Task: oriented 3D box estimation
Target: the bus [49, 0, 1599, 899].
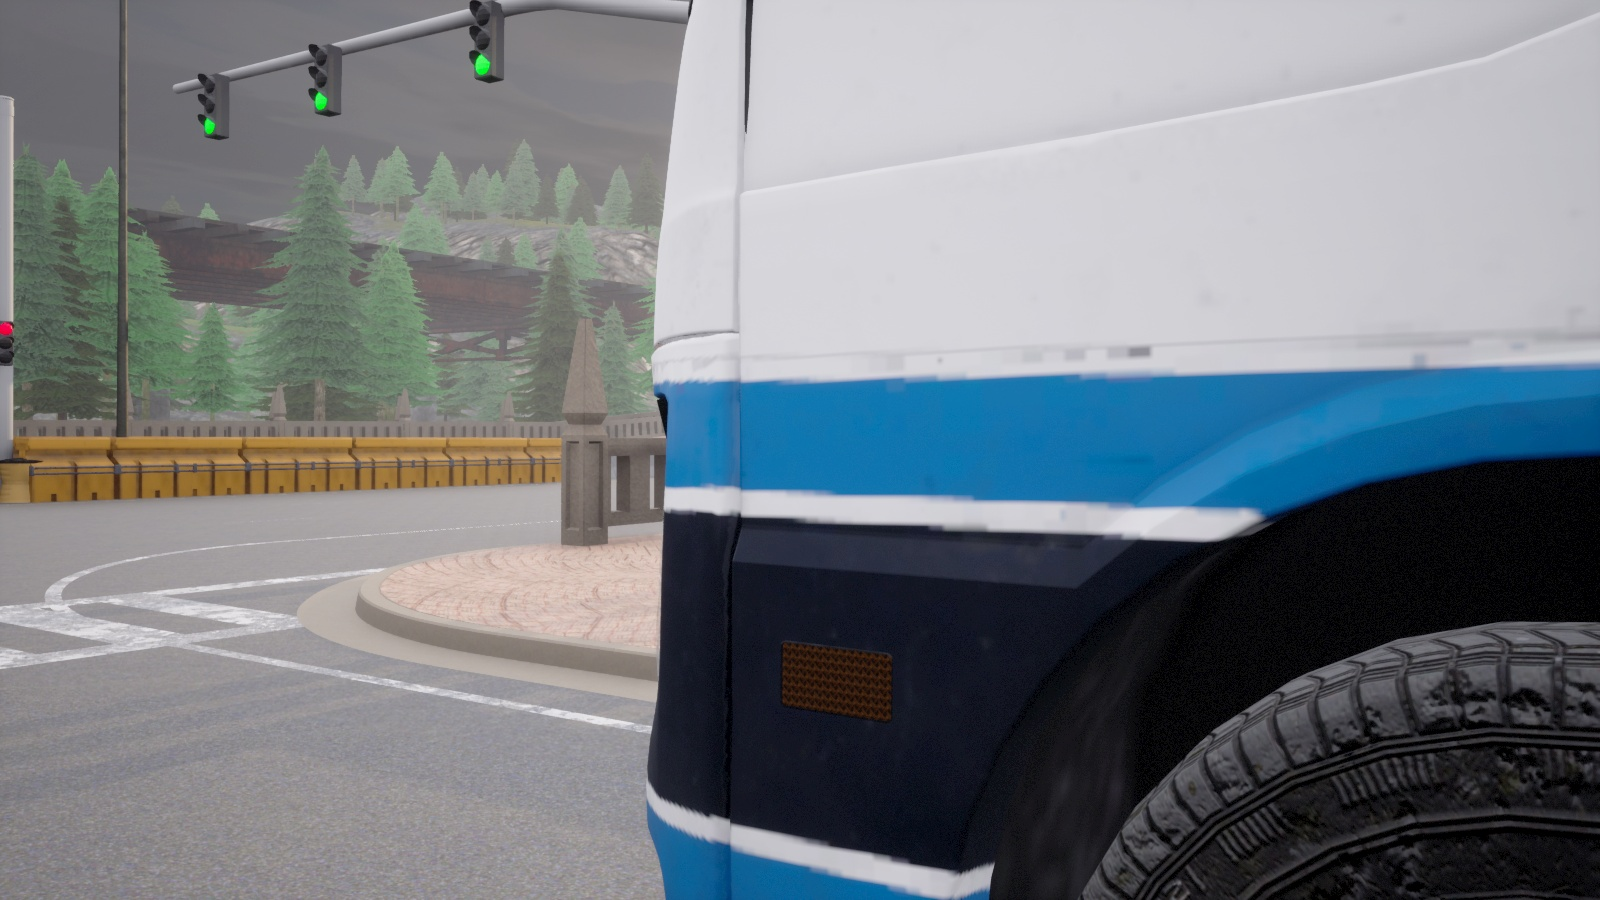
[{"bbox_3d":[4.151,-0.694,0.838,10.273,4.253,3.944,0,1,34],"label":"bus"}]
